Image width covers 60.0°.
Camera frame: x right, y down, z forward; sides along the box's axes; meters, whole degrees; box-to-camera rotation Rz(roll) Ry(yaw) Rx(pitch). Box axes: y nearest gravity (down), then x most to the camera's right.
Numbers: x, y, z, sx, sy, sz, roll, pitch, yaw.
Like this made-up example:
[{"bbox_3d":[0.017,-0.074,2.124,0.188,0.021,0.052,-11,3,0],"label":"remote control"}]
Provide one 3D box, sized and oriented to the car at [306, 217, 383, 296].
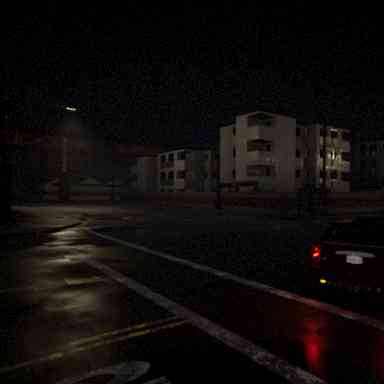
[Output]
[{"bbox_3d":[4.574,1.420,8.458,2.097,1.767,4.553,0,-1,37],"label":"car"}]
